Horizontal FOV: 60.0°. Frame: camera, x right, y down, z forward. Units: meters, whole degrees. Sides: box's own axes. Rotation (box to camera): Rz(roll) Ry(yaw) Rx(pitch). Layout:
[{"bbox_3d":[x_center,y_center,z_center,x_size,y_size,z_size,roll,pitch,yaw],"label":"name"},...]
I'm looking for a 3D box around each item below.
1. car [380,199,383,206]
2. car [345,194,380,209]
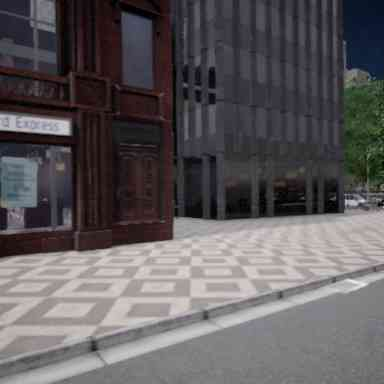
[{"bbox_3d":[26.955,1.522,50.656,1.947,1.339,4.313,-1,1,-35],"label":"car"},{"bbox_3d":[22.641,1.380,46.768,2.150,2.045,5.566,-1,2,-35],"label":"car"}]
